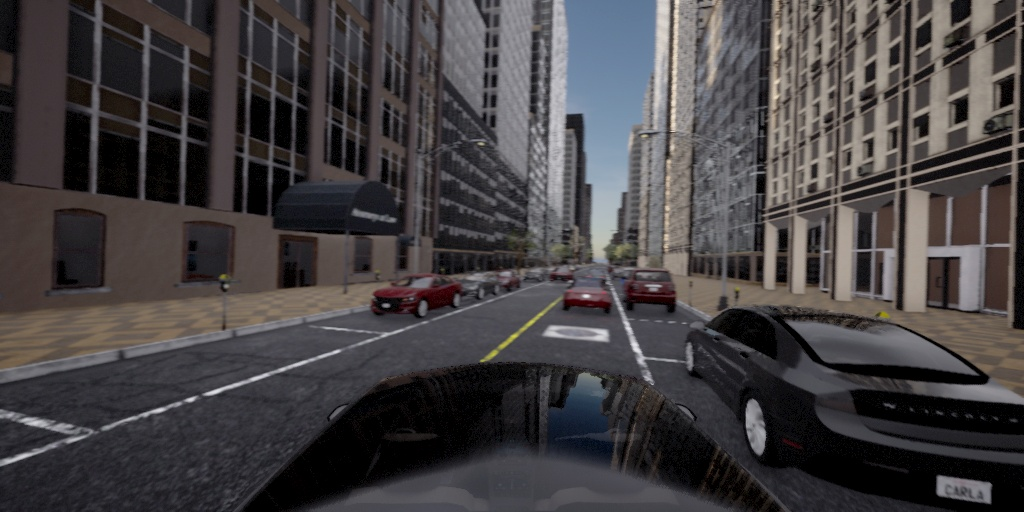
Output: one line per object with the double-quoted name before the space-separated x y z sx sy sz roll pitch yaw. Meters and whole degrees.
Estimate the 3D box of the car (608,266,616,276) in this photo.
"car" 13.123 2.271 44.153 2.007 1.370 4.403 0 0 14

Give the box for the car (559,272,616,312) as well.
"car" 3.454 1.610 16.219 1.994 1.385 4.181 2 -1 14

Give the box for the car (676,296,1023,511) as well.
"car" 3.731 1.422 4.840 1.837 1.490 4.892 2 -1 14

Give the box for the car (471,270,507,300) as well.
"car" -1.929 1.438 18.647 2.007 1.370 4.403 0 0 14

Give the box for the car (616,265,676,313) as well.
"car" 6.194 1.461 16.599 2.192 1.841 5.009 0 0 14

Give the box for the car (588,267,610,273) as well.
"car" 8.101 1.979 34.719 2.033 1.411 5.357 2 -1 14

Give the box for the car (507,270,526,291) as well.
"car" -0.542 1.585 24.157 1.802 1.307 4.207 0 0 14

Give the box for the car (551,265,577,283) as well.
"car" 4.916 1.802 35.039 1.882 1.535 5.008 2 -1 14

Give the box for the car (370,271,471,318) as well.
"car" -3.314 1.318 13.135 1.888 1.381 4.507 0 0 14

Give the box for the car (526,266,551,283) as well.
"car" 2.229 1.783 35.179 2.007 1.370 4.403 0 0 14
